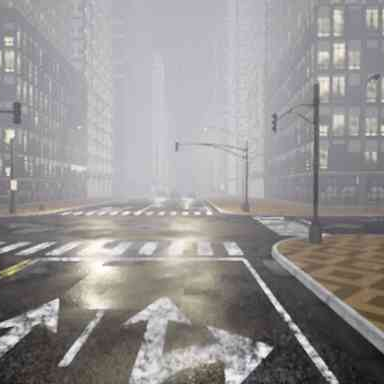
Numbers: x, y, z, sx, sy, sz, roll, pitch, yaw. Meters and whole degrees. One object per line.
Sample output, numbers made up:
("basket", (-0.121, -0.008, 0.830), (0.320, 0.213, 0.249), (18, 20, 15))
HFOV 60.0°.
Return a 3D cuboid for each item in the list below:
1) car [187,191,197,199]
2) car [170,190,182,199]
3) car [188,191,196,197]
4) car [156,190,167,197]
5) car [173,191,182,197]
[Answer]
("car", (0.004, 0.752, 67.337), (1.895, 1.301, 4.718), (0, 1, 0))
("car", (-3.246, 0.508, 66.859), (2.097, 1.767, 4.553), (0, 1, 0))
("car", (0.004, 0.449, 77.306), (1.994, 1.385, 4.181), (0, 1, 0))
("car", (-6.496, 0.253, 71.053), (2.128, 1.511, 4.902), (0, 1, 0))
("car", (-3.246, 0.479, 76.920), (1.895, 1.301, 4.718), (0, 1, 0))
